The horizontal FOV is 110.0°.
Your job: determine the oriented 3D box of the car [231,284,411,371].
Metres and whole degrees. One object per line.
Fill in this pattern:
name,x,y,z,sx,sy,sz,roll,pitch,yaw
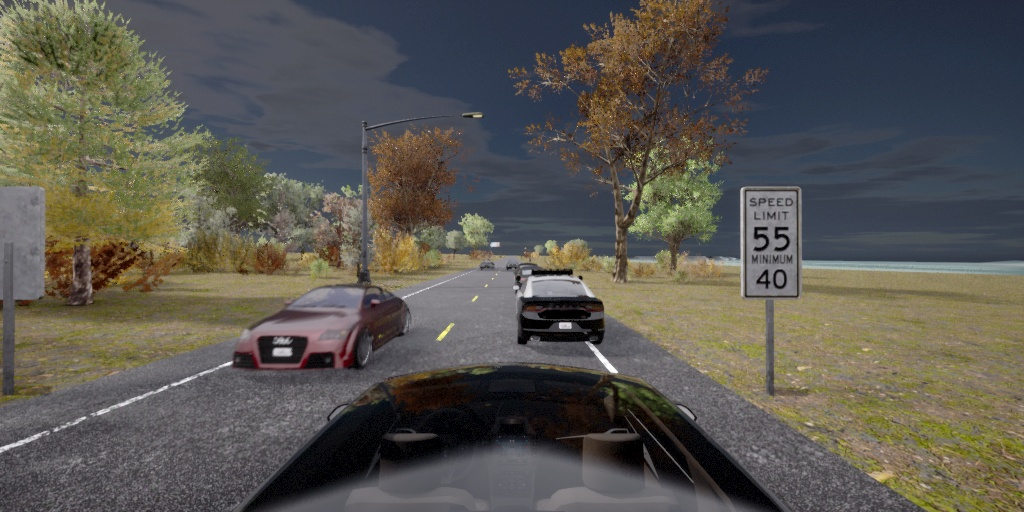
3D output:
car,-3.593,1.314,7.603,1.994,1.385,4.181,0,0,0

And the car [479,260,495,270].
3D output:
car,-3.468,1.303,50.899,1.994,1.385,4.181,0,0,0

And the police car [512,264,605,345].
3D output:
police car,1.057,1.175,9.674,1.930,1.638,5.238,0,0,0

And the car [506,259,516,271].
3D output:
car,0.160,1.341,49.589,1.895,1.301,4.718,0,0,1

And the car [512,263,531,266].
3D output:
car,1.076,1.274,19.559,1.812,1.442,4.674,0,0,0

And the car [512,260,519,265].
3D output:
car,1.096,1.253,25.558,1.837,1.490,4.892,0,0,0
